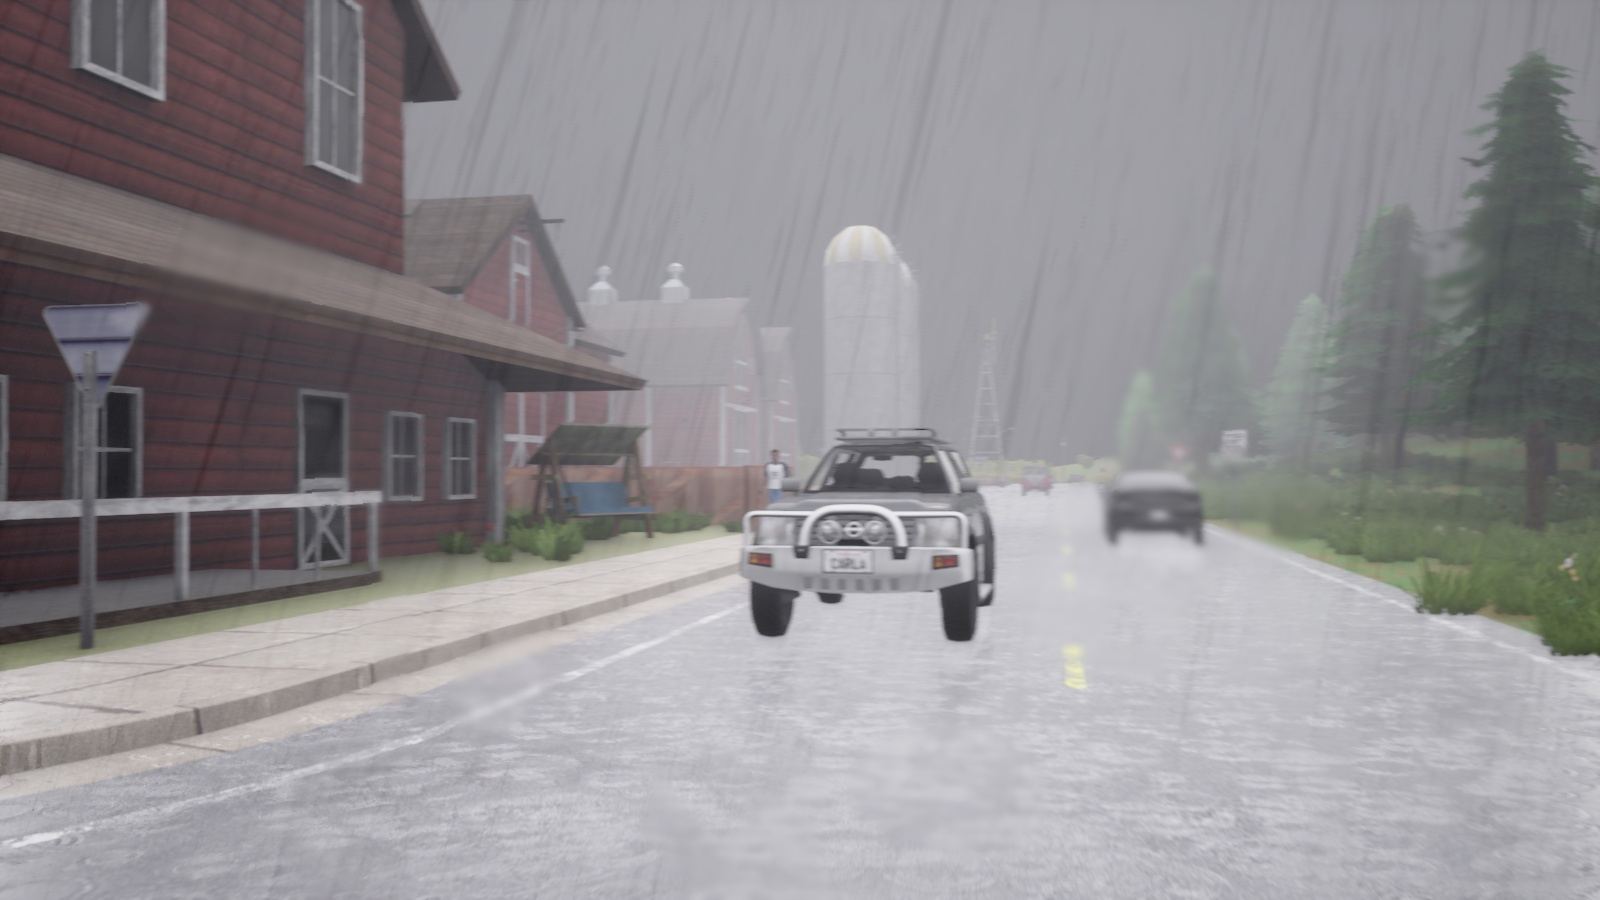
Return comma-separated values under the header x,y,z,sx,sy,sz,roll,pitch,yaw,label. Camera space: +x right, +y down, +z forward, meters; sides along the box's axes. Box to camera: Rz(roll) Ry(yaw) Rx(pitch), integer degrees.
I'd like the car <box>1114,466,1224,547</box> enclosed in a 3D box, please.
x,y,z,sx,sy,sz,roll,pitch,yaw,label
7.706,1.131,26.626,1.882,1.535,5.008,-1,-1,12,car

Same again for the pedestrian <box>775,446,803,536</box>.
x,y,z,sx,sy,sz,roll,pitch,yaw,label
-0.227,0.845,26.145,0.354,1.836,0.706,-1,-1,18,pedestrian

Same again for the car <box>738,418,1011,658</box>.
x,y,z,sx,sy,sz,roll,pitch,yaw,label
0.942,0.730,12.186,1.932,1.855,4.605,-1,-1,12,car

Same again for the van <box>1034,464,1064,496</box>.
x,y,z,sx,sy,sz,roll,pitch,yaw,label
15.889,1.888,80.091,1.775,1.987,4.442,-1,-1,12,van
